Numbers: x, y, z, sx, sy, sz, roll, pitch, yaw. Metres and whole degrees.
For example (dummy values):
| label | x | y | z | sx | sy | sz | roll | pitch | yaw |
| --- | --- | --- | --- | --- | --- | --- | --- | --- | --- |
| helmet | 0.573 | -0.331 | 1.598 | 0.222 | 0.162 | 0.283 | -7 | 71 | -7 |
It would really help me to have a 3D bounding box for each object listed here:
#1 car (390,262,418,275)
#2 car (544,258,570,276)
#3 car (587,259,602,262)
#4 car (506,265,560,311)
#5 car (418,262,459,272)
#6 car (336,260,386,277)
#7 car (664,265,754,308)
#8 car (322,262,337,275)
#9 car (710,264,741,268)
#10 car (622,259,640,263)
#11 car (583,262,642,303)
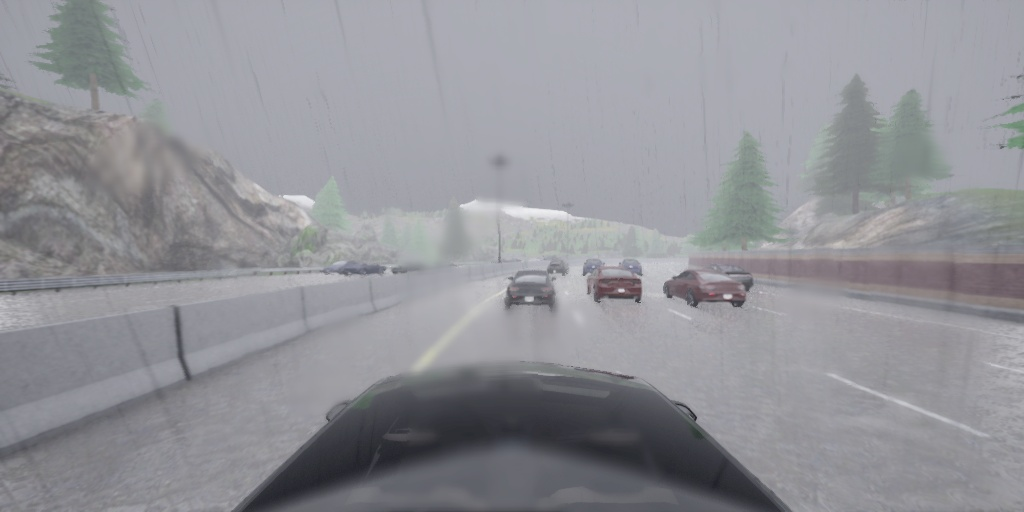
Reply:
| label | x | y | z | sx | sy | sz | roll | pitch | yaw |
| --- | --- | --- | --- | --- | --- | --- | --- | --- | --- |
| car | -10.074 | 1.248 | 35.581 | 1.895 | 1.301 | 4.718 | 0 | 0 | 13 |
| car | 4.709 | 1.190 | 36.238 | 1.837 | 1.490 | 4.892 | 0 | 0 | 14 |
| car | 8.405 | 1.047 | 36.519 | 2.097 | 1.767 | 4.553 | 0 | 0 | 15 |
| car | 0.813 | 1.250 | 14.171 | 1.812 | 1.442 | 4.674 | 0 | 0 | 5 |
| car | -6.778 | 1.260 | 34.313 | 1.895 | 1.301 | 4.718 | 0 | 0 | 13 |
| car | -14.003 | 1.241 | 34.038 | 1.895 | 1.301 | 4.718 | 0 | 0 | 12 |
| car | 7.928 | 1.267 | 15.079 | 1.812 | 1.442 | 4.674 | 0 | 0 | 6 |
| car | -17.028 | 1.153 | 36.419 | 1.812 | 1.442 | 4.674 | 0 | 0 | 13 |
| car | 12.284 | 1.231 | 21.237 | 2.128 | 1.511 | 4.902 | 0 | 0 | 8 |
| car | 12.189 | 1.056 | 37.088 | 2.097 | 1.767 | 4.553 | 0 | 0 | 15 |
| car | 4.600 | 1.207 | 16.671 | 1.882 | 1.535 | 5.008 | 0 | 0 | 6 |
